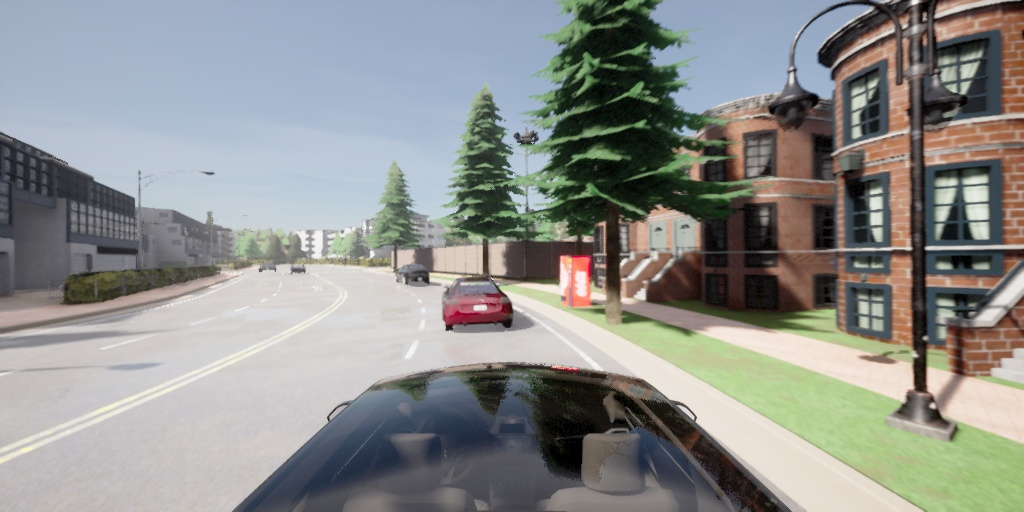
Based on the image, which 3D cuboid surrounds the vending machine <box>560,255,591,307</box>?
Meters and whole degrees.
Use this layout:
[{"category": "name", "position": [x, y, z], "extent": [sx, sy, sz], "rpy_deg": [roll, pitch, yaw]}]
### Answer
[{"category": "vending machine", "position": [2.441, 0.965, 13.757], "extent": [1.100, 2.100, 0.880], "rpy_deg": [0, 0, -14]}]

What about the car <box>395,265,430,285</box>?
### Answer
[{"category": "car", "position": [-7.779, 1.419, 27.844], "extent": [1.837, 1.490, 4.892], "rpy_deg": [0, 0, -29]}]

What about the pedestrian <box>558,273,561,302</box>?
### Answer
[{"category": "pedestrian", "position": [2.147, 0.917, 14.594], "extent": [0.375, 1.860, 0.375], "rpy_deg": [0, 0, -14]}]

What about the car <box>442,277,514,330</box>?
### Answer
[{"category": "car", "position": [-1.234, 1.360, 11.521], "extent": [1.994, 1.385, 4.181], "rpy_deg": [0, 0, -11]}]

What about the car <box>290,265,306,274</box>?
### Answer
[{"category": "car", "position": [-30.151, 1.868, 50.586], "extent": [1.895, 1.301, 4.718], "rpy_deg": [0, 0, -32]}]

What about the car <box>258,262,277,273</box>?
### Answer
[{"category": "car", "position": [-33.136, 1.494, 48.753], "extent": [1.994, 1.385, 4.181], "rpy_deg": [0, 0, -32]}]
